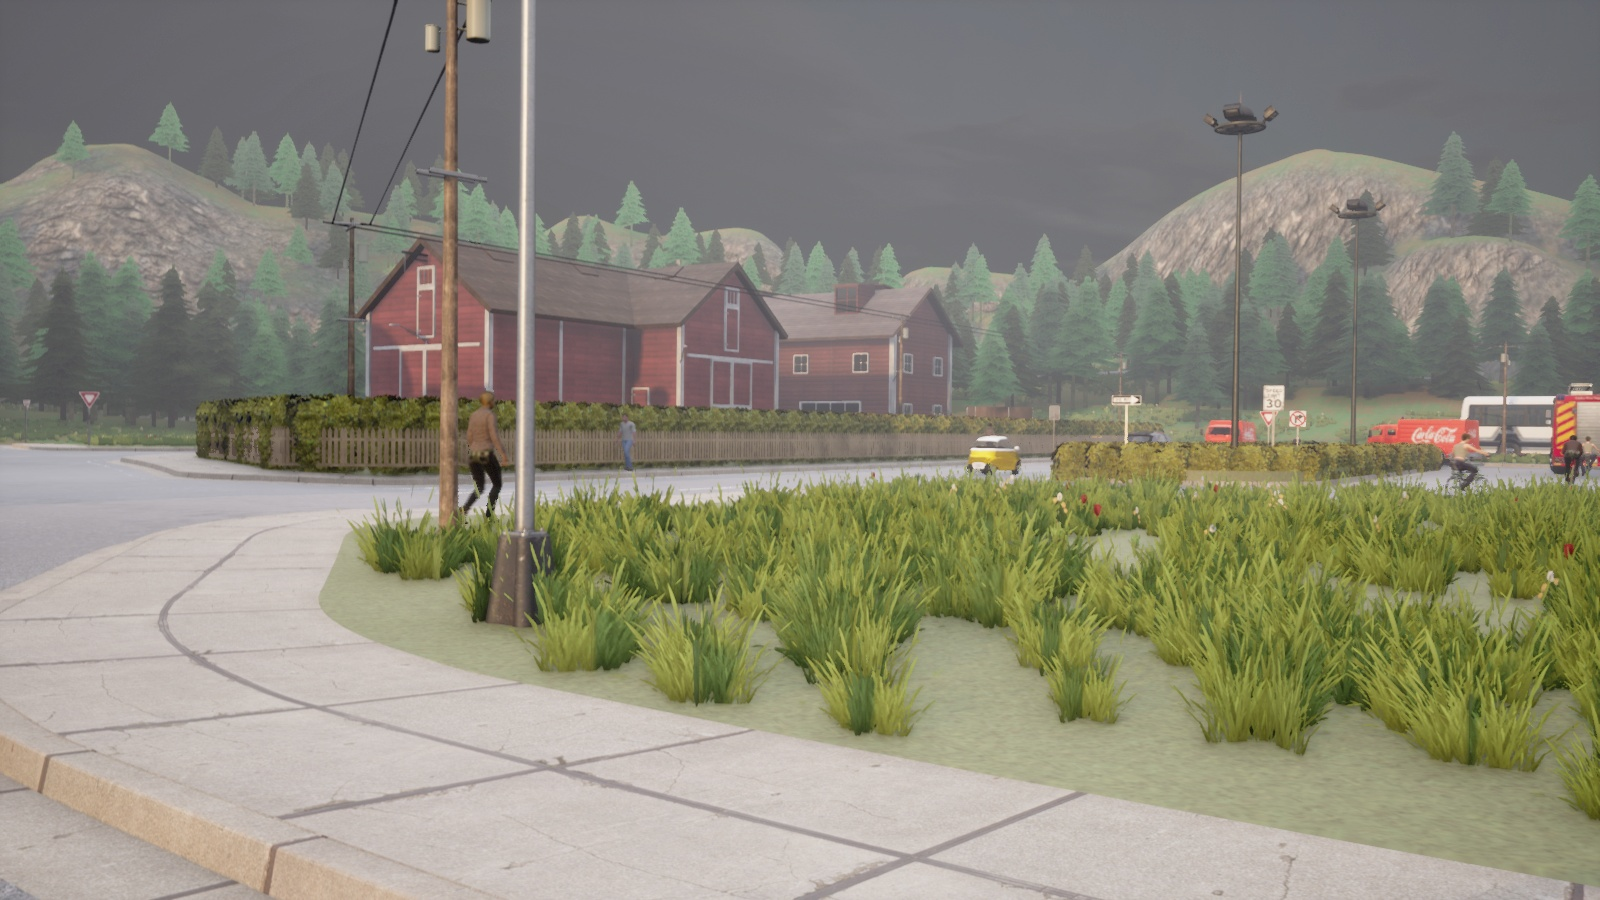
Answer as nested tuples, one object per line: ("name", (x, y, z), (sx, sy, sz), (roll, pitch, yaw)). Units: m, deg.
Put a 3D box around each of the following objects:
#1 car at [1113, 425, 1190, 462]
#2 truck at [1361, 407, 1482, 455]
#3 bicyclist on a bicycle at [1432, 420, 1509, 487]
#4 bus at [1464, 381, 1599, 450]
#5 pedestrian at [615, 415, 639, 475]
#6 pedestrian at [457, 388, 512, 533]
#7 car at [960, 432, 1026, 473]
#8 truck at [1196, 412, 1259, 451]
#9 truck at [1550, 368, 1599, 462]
("car", (16.443, -0.334, 58.585), (2.033, 1.649, 4.856), (0, 1, 34))
("truck", (33.081, -0.992, 66.970), (2.627, 2.467, 5.204), (-1, 1, -43))
("bicyclist on a bicycle", (16.575, 0.087, 31.044), (1.509, 1.612, 0.866), (-1, -1, -22))
("bus", (48.450, -2.185, 80.184), (10.273, 4.253, 3.944), (0, 1, 34))
("pedestrian", (-5.364, -0.164, 38.934), (0.354, 1.836, 0.706), (0, 1, 29))
("pedestrian", (-4.105, 0.126, 16.360), (0.331, 1.846, 0.634), (0, 1, 27))
("car", (6.790, 0.074, 44.137), (1.481, 1.376, 2.207), (0, 1, 34))
("truck", (28.022, -1.177, 82.214), (2.627, 2.467, 5.204), (0, 0, 34))
("truck", (34.609, -1.500, 55.066), (2.891, 3.827, 8.468), (0, 1, 30))
